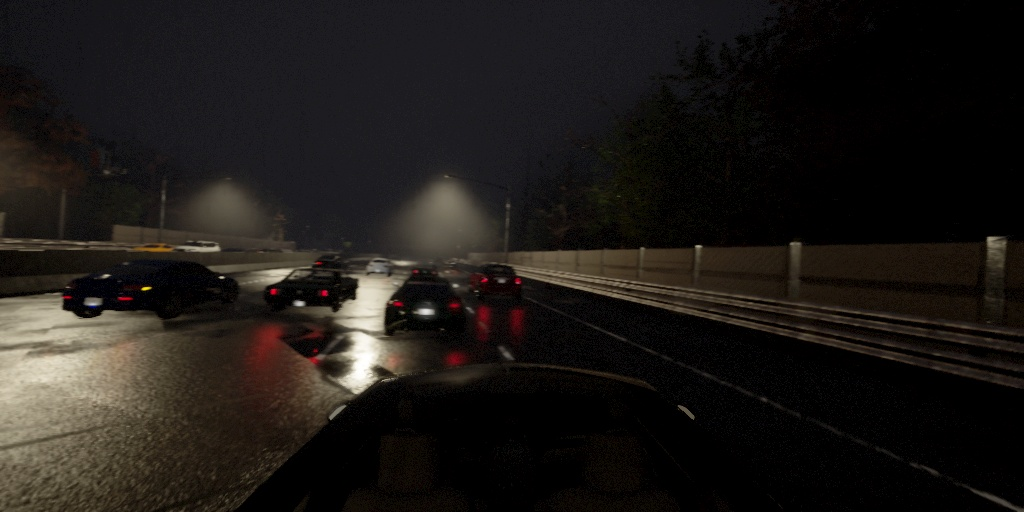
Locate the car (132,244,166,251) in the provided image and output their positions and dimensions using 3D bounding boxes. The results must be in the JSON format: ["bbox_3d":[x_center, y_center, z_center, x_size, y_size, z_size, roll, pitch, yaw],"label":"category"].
[{"bbox_3d":[-38.368,-0.604,38.796,1.882,1.535,5.008,3,0,-13],"label":"car"}]

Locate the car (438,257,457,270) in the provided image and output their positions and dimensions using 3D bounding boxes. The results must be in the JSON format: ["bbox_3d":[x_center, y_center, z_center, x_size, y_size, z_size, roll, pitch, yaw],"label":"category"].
[{"bbox_3d":[-8.741,1.147,50.293,2.128,1.511,4.902,3,-1,-14],"label":"car"}]

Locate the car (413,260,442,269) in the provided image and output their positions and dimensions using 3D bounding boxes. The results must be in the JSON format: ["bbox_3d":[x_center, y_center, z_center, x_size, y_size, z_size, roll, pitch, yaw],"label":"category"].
[{"bbox_3d":[-6.809,1.181,28.061,1.895,1.301,4.718,3,0,-14],"label":"car"}]

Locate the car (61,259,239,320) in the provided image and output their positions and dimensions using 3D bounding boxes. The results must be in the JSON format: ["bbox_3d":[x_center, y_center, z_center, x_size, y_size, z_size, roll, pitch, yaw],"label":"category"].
[{"bbox_3d":[-9.592,0.807,10.006,1.812,1.442,4.674,3,0,-14],"label":"car"}]

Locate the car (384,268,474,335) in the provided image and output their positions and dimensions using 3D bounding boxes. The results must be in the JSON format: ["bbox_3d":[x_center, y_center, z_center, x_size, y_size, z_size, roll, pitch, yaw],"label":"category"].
[{"bbox_3d":[-2.442,1.244,10.194,1.994,1.385,4.181,3,0,-14],"label":"car"}]

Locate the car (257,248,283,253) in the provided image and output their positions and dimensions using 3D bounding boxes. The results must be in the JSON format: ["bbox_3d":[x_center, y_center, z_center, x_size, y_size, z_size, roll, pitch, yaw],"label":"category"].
[{"bbox_3d":[-28.332,-0.147,41.864,2.097,1.767,4.553,3,-1,-13],"label":"car"}]

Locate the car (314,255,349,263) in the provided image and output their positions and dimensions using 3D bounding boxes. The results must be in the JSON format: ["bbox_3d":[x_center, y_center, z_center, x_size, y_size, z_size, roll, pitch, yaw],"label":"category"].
[{"bbox_3d":[-13.921,0.687,27.729,1.837,1.490,4.892,3,0,-14],"label":"car"}]

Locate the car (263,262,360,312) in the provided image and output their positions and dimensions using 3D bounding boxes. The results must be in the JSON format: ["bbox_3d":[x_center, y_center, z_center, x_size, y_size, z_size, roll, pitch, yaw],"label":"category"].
[{"bbox_3d":[-6.593,1.068,12.436,1.895,1.301,4.718,3,0,-14],"label":"car"}]

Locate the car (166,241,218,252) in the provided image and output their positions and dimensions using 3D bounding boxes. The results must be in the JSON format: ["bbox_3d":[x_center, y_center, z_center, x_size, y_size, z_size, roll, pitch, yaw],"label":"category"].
[{"bbox_3d":[-35.056,-0.667,39.985,2.150,2.045,5.566,3,0,-13],"label":"car"}]

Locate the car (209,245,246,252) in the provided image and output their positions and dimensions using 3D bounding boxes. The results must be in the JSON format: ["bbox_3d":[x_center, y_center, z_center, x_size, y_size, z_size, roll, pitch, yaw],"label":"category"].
[{"bbox_3d":[-31.616,-0.167,40.581,1.812,1.442,4.674,3,-1,-13],"label":"car"}]

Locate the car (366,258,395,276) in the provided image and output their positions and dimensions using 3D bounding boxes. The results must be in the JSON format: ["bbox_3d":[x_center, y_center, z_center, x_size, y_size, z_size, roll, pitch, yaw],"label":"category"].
[{"bbox_3d":[-10.809,0.897,29.660,1.812,1.442,4.674,3,0,-14],"label":"car"}]

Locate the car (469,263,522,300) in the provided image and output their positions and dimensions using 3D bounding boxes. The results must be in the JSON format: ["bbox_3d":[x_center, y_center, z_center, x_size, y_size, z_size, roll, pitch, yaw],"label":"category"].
[{"bbox_3d":[-0.974,1.178,18.523,2.097,1.767,4.553,3,0,-14],"label":"car"}]
